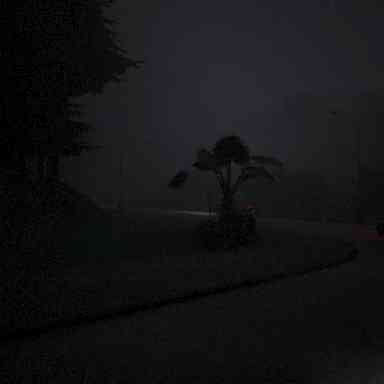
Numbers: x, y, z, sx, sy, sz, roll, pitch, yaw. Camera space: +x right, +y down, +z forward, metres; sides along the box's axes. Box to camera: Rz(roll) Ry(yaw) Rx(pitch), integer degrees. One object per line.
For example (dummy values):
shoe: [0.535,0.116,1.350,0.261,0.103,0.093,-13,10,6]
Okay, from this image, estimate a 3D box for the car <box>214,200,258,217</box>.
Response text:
car: [4.043,1.533,31.498,2.128,1.511,4.902,0,0,-36]

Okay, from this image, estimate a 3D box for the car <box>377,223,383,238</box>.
car: [8.984,1.631,12.745,1.895,1.301,4.718,0,0,9]

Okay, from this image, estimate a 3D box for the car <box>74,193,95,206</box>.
car: [-17.961,1.262,55.205,2.150,2.045,5.566,0,0,-35]
